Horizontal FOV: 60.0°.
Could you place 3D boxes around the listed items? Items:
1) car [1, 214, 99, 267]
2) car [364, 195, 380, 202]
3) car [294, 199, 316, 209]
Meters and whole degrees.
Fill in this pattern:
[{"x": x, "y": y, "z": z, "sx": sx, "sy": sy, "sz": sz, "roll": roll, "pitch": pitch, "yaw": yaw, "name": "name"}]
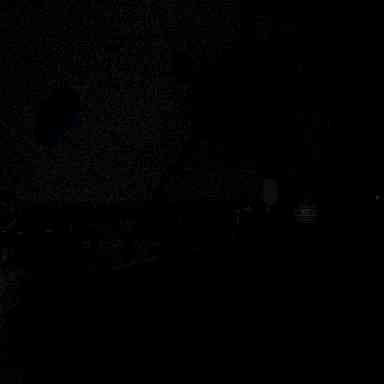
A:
[{"x": -5.588, "y": 1.536, "z": 11.737, "sx": 1.837, "sy": 1.490, "sz": 4.892, "roll": 0, "pitch": 0, "yaw": 36, "name": "car"}, {"x": 41.067, "y": 1.413, "z": 76.407, "sx": 2.097, "sy": 1.767, "sz": 4.553, "roll": 0, "pitch": 0, "yaw": 36, "name": "car"}, {"x": 15.562, "y": 1.629, "z": 45.754, "sx": 1.994, "sy": 1.385, "sz": 4.181, "roll": 0, "pitch": 0, "yaw": 36, "name": "car"}]
